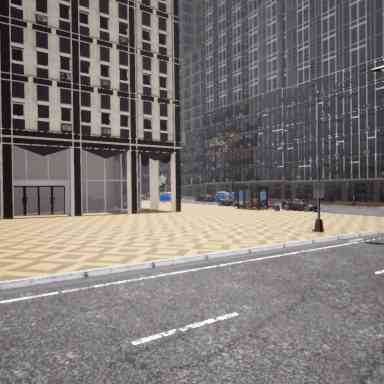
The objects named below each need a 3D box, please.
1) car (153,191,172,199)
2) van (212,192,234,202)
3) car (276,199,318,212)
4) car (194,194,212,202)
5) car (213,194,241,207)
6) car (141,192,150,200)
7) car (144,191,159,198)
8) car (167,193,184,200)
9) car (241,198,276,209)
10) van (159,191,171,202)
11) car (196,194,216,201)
[{"bbox_3d":[-6.972,0.615,78.093,2.192,1.841,5.009,0,1,-34],"label":"car"},{"bbox_3d":[5.836,0.855,59.309,1.690,1.788,3.998,0,1,-34],"label":"van"},{"bbox_3d":[11.613,1.424,35.737,1.947,1.339,4.313,0,1,-34],"label":"car"},{"bbox_3d":[2.167,1.094,60.091,1.994,1.385,4.181,-1,1,-35],"label":"car"},{"bbox_3d":[5.271,1.319,45.172,1.947,1.339,4.313,0,1,-34],"label":"car"},{"bbox_3d":[-10.694,1.039,68.680,2.008,1.369,4.403,0,1,-34],"label":"car"},{"bbox_3d":[-10.174,0.686,82.789,1.967,1.590,4.097,0,1,-34],"label":"car"},{"bbox_3d":[-3.770,0.936,73.400,1.802,1.307,4.206,0,1,-34],"label":"car"},{"bbox_3d":[8.425,1.388,40.445,1.802,1.307,4.206,0,1,-34],"label":"car"},{"bbox_3d":[-4.290,0.937,59.286,1.690,1.788,3.998,0,1,-34],"label":"van"},{"bbox_3d":[2.634,1.043,64.008,1.802,1.307,4.206,0,1,-34],"label":"car"}]
